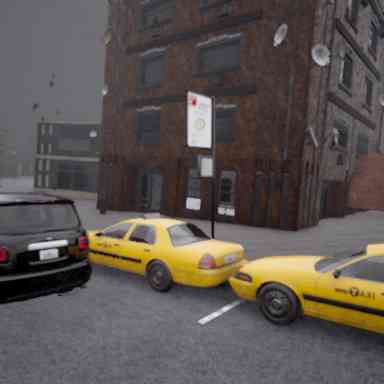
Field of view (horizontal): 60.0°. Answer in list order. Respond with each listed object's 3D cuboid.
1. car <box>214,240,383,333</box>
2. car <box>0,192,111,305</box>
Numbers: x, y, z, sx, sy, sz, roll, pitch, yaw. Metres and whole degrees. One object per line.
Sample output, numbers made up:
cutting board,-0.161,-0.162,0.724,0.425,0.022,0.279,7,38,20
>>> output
car,3.191,1.470,5.239,5.366,1.575,1.946,2,1,36
car,-4.421,1.002,7.015,5.566,2.045,2.150,3,1,38
